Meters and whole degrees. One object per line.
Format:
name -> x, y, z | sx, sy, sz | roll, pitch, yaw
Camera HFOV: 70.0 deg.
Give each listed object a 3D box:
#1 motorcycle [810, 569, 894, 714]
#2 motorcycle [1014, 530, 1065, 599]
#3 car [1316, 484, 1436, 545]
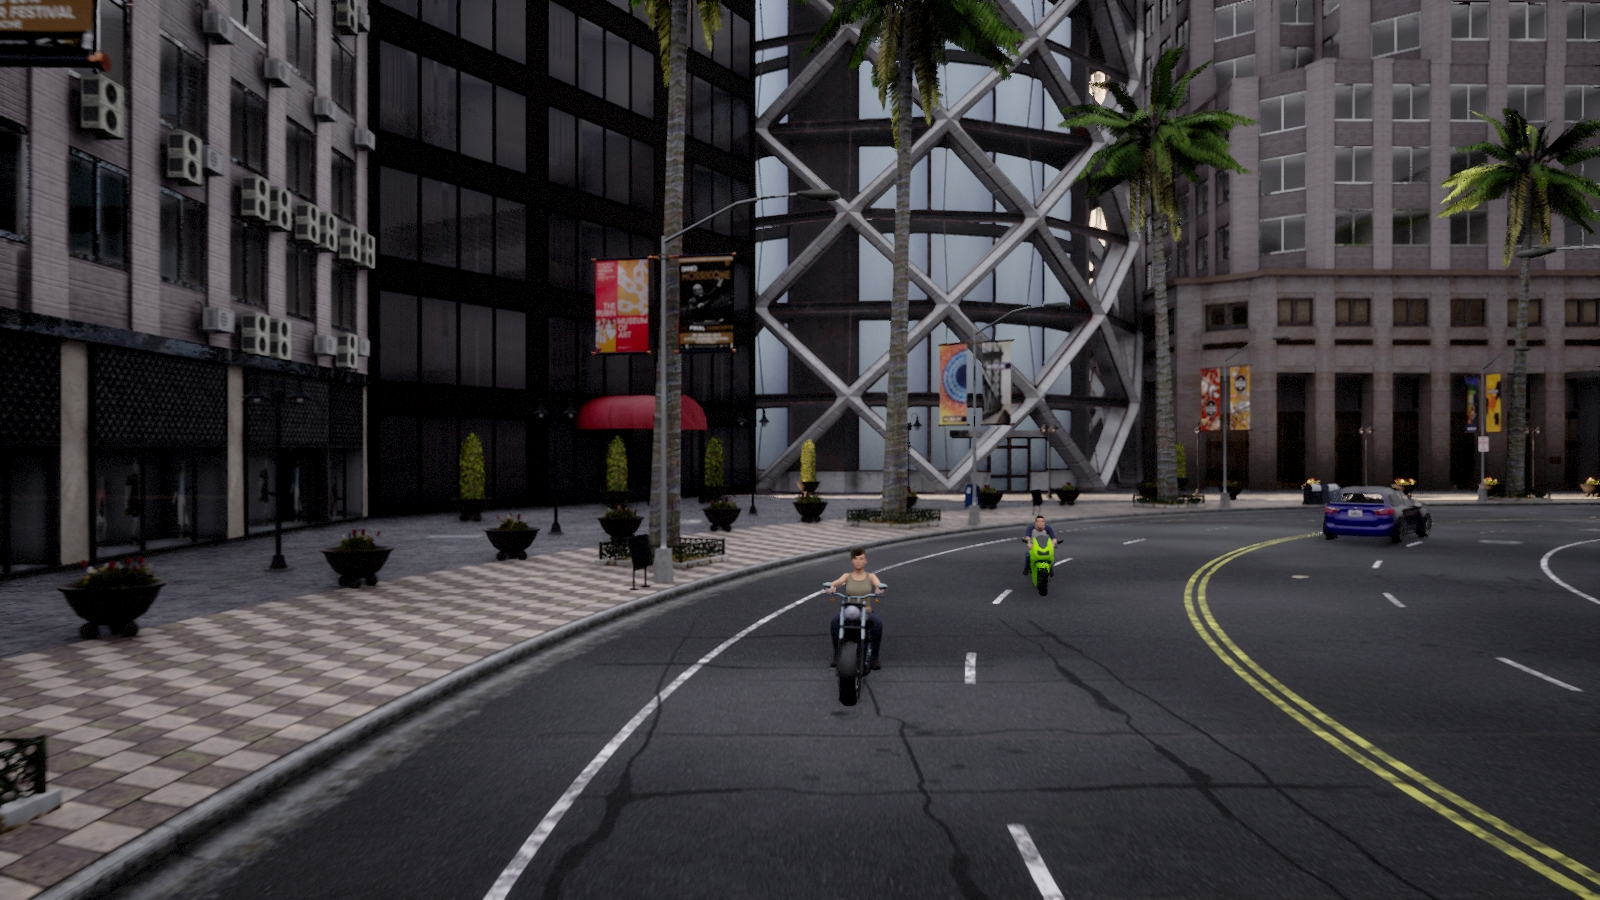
motorcycle -> 0.648, 2.170, 13.393 | 0.764, 1.277, 2.356 | 0, 0, 8
motorcycle -> 4.678, 2.213, 22.408 | 0.803, 1.145, 2.033 | 0, 0, 7
car -> 18.223, 1.968, 36.050 | 2.242, 1.667, 4.611 | 0, 0, 42
